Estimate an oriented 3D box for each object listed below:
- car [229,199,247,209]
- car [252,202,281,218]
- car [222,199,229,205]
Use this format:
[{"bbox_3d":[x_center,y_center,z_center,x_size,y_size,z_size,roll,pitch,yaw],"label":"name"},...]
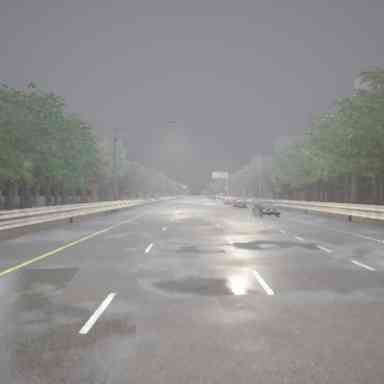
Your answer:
[{"bbox_3d":[7.150,1.798,50.812,1.812,1.442,4.674,0,-1,0],"label":"car"},{"bbox_3d":[7.061,1.673,31.976,2.033,1.411,5.357,0,0,0],"label":"car"},{"bbox_3d":[7.270,1.999,68.709,1.895,1.301,4.718,0,0,0],"label":"car"}]
